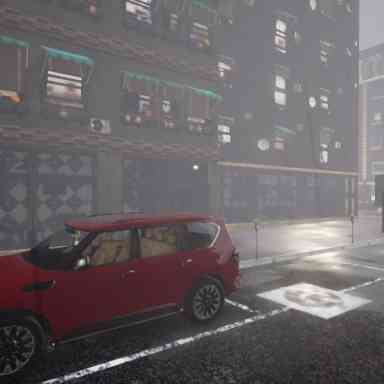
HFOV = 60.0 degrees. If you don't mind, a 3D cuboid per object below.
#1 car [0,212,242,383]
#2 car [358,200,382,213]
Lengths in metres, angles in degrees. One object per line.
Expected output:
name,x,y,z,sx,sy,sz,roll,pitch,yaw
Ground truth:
car,-1.383,1.316,5.569,5.009,1.841,2.192,0,1,-36
car,20.139,1.538,37.349,1.887,1.381,4.507,1,0,-36
